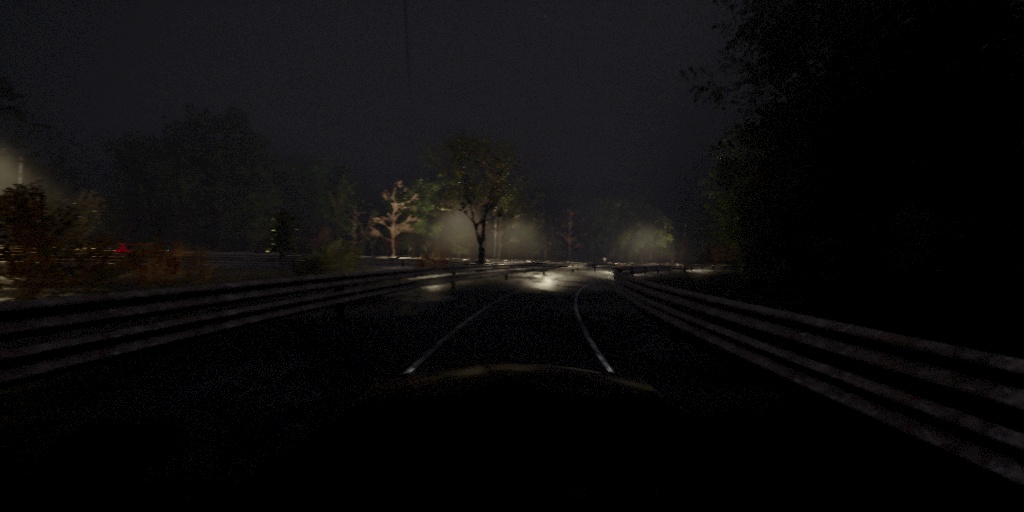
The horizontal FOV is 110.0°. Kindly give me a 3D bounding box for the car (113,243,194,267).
[{"bbox_3d":[-33.542,-0.117,33.877,5.566,2.045,2.150,2,0,-39],"label":"car"}]

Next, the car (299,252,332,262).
[{"bbox_3d":[-26.284,0.273,48.730,4.553,1.767,2.097,2,0,-39],"label":"car"}]

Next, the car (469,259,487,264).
[{"bbox_3d":[-4.737,1.245,57.131,4.674,1.442,1.812,2,0,-39],"label":"car"}]
